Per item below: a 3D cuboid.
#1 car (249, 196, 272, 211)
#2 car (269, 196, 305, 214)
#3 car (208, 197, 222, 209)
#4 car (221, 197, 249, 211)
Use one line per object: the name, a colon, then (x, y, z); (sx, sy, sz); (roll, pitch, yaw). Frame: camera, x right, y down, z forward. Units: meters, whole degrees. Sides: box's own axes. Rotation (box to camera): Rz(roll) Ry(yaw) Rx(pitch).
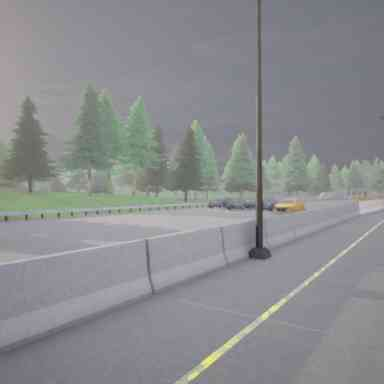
car: (8.917, 1.311, 38.416); (2.097, 1.767, 4.553); (0, 0, 37)
car: (10.056, 1.436, 34.084); (1.882, 1.535, 5.008); (0, 0, 36)
car: (4.000, 1.475, 43.520); (1.837, 1.490, 4.892); (0, 0, 38)
car: (5.802, 1.530, 40.083); (1.994, 1.385, 4.181); (0, 0, 37)
